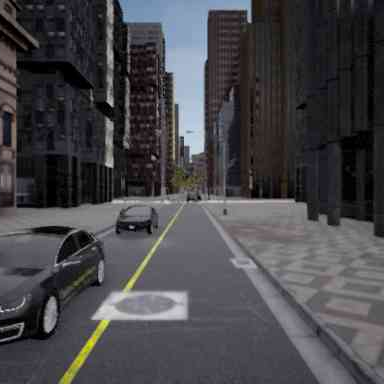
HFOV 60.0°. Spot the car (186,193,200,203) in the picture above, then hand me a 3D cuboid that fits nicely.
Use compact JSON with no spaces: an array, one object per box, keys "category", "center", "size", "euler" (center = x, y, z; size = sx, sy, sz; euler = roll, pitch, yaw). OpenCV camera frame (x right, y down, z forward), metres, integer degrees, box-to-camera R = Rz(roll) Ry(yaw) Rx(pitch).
[{"category":"car","center":[-0.015,1.193,69.254],"size":[2.150,2.045,5.566],"euler":[0,0,0]}]

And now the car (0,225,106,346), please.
[{"category":"car","center":[-3.092,1.507,6.655],"size":[1.837,1.490,4.892],"euler":[0,0,0]}]

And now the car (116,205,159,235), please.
[{"category":"car","center":[-3.004,1.490,19.091],"size":[1.882,1.535,5.008],"euler":[0,0,0]}]

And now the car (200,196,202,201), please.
[{"category":"car","center":[0.471,1.175,79.774],"size":[2.150,2.045,5.566],"euler":[0,0,22]}]
